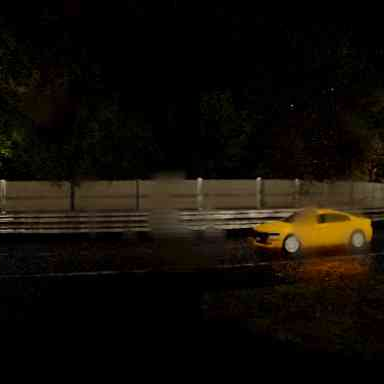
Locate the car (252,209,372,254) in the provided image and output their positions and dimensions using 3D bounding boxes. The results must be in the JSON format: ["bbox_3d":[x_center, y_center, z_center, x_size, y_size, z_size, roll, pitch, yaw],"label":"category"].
[{"bbox_3d":[4.835,1.466,13.426,5.008,1.535,1.882,-1,0,-19],"label":"car"}]
